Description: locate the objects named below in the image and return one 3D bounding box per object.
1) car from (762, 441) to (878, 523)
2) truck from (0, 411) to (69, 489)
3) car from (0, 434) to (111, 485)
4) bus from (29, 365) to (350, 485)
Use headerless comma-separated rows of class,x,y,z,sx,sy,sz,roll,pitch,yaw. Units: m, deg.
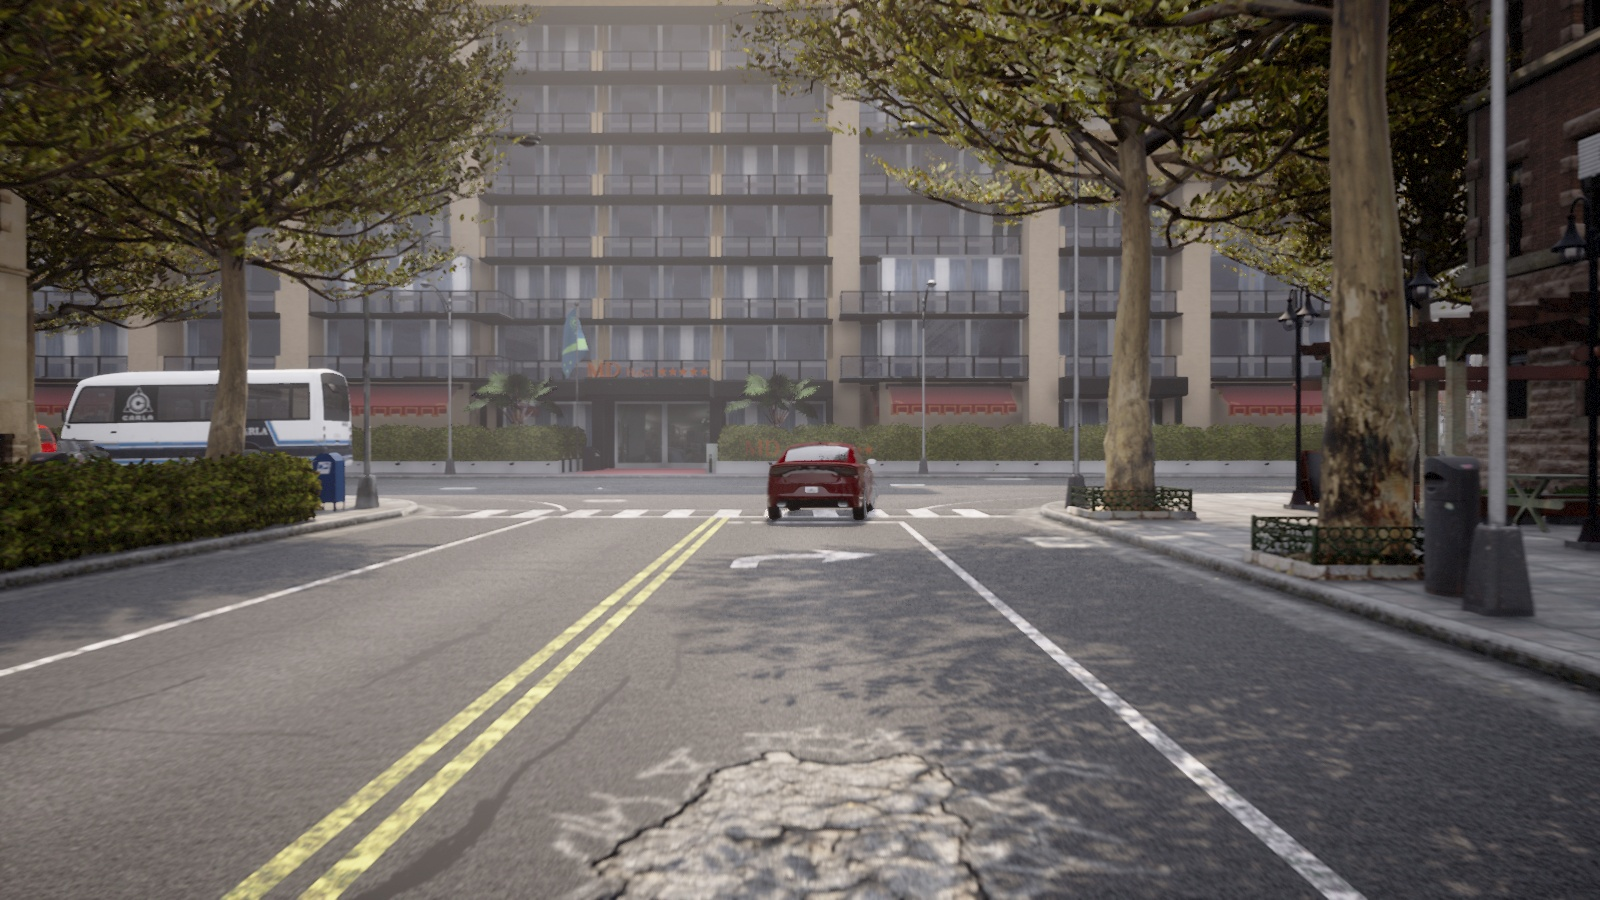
car,0.520,0.578,25.989,1.882,1.535,5.008,0,0,7
truck,-27.245,0.008,40.999,5.204,2.467,2.627,0,0,0
car,-27.266,0.332,44.502,4.553,1.767,2.097,0,0,0
bus,-23.095,-0.919,47.988,10.273,4.253,3.944,-1,0,0
